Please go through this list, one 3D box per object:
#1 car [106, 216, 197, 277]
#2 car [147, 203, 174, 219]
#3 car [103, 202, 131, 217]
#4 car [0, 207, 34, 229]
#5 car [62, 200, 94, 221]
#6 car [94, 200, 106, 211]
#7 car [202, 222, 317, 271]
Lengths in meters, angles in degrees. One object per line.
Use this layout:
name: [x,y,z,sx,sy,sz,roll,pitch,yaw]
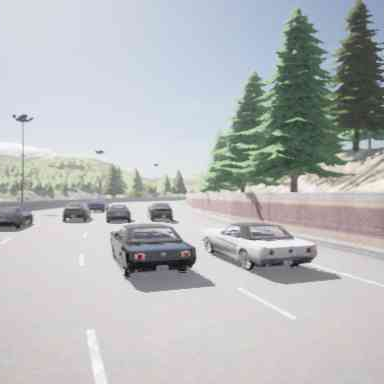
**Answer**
car: [-1.480,1.667,10.600,1.895,1.301,4.718,0,0,-19]
car: [-2.757,1.689,28.877,1.837,1.490,4.892,0,0,-11]
car: [-6.128,1.726,27.974,1.994,1.385,4.181,0,0,-11]
car: [-12.035,1.660,22.222,1.994,1.385,4.181,0,0,-13]
car: [-9.751,1.654,28.368,1.837,1.490,4.892,0,0,-11]
car: [-11.623,1.707,41.570,1.882,1.535,5.008,0,0,-5]
car: [1.954,1.688,11.355,1.895,1.301,4.718,0,0,-19]
